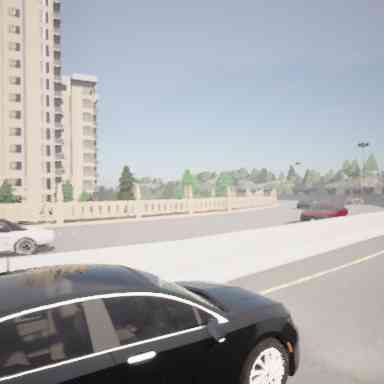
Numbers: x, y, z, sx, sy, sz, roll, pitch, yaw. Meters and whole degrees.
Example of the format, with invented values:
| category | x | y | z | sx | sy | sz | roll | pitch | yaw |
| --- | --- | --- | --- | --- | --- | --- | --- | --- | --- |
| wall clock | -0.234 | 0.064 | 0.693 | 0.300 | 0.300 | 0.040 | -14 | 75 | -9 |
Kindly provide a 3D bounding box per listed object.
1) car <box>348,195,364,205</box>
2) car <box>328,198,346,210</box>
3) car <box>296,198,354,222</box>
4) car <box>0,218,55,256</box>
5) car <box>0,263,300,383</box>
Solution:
| category | x | y | z | sx | sy | sz | roll | pitch | yaw |
| --- | --- | --- | --- | --- | --- | --- | --- | --- | --- |
| car | 28.369 | 1.327 | 57.868 | 2.097 | 1.767 | 4.553 | -1 | 0 | 17 |
| car | 19.124 | 1.522 | 43.792 | 1.994 | 1.385 | 4.181 | 0 | 0 | 26 |
| car | 8.879 | 1.427 | 22.095 | 1.882 | 1.535 | 5.008 | 0 | 0 | 40 |
| car | -7.506 | 1.634 | 11.641 | 4.718 | 1.301 | 1.895 | 0 | 0 | -37 |
| car | -0.946 | 1.508 | 3.279 | 4.892 | 1.490 | 1.837 | 0 | 0 | -36 |
